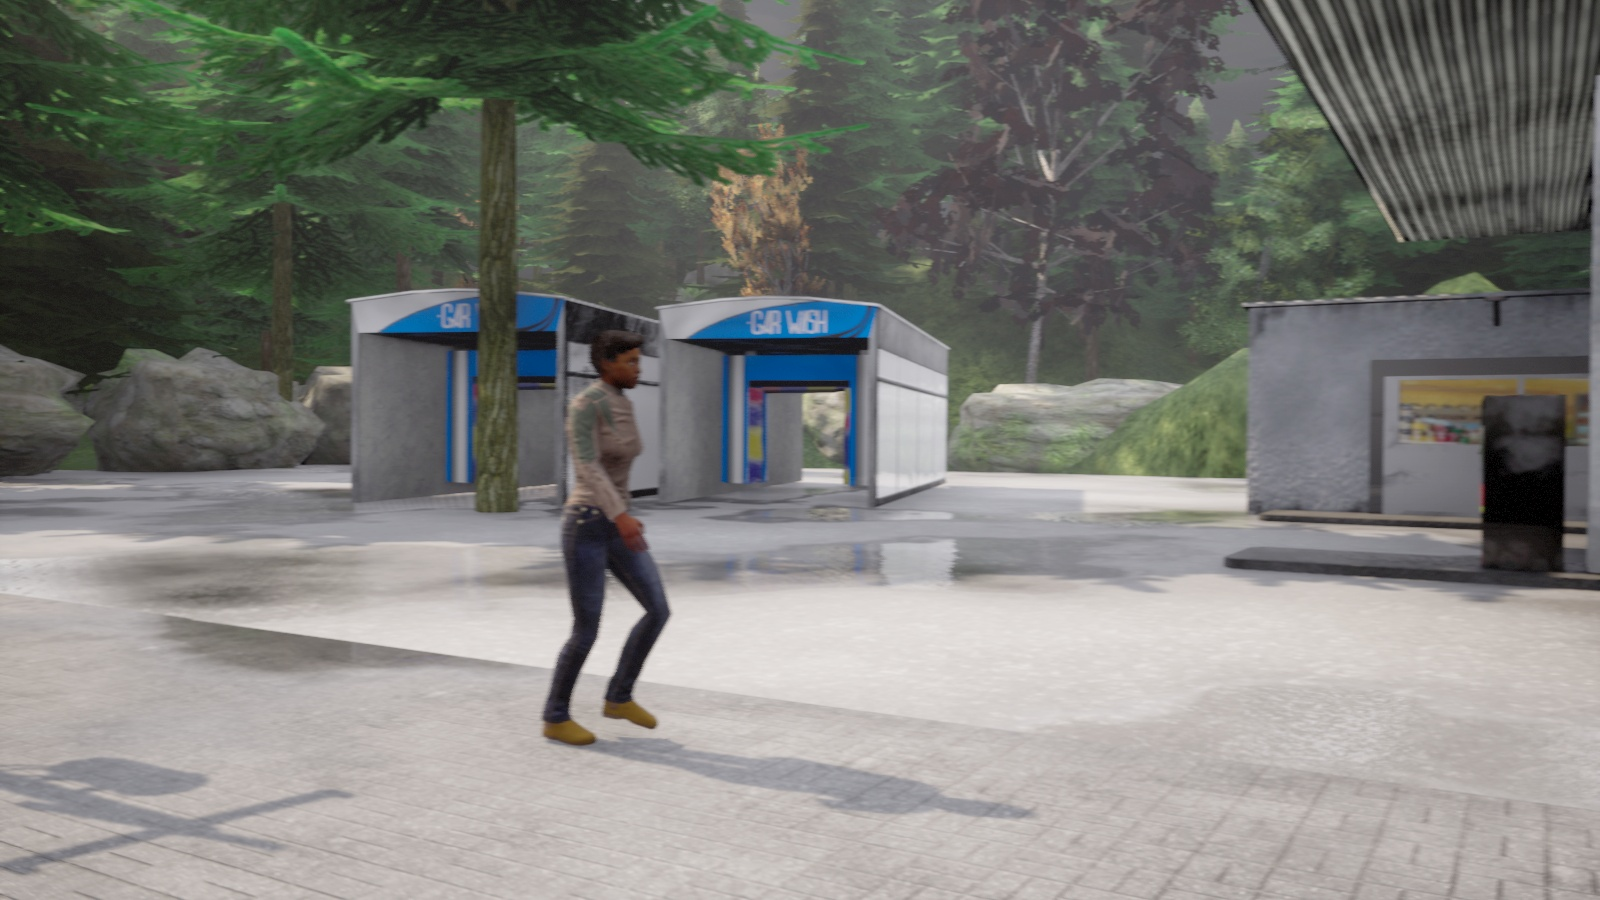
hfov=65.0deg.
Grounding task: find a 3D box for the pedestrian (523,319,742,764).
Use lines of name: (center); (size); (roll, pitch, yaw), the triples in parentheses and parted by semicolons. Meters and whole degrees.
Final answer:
pedestrian: (-0.721, 0.371, 5.410); (0.869, 1.805, 0.328); (0, 1, 22)
